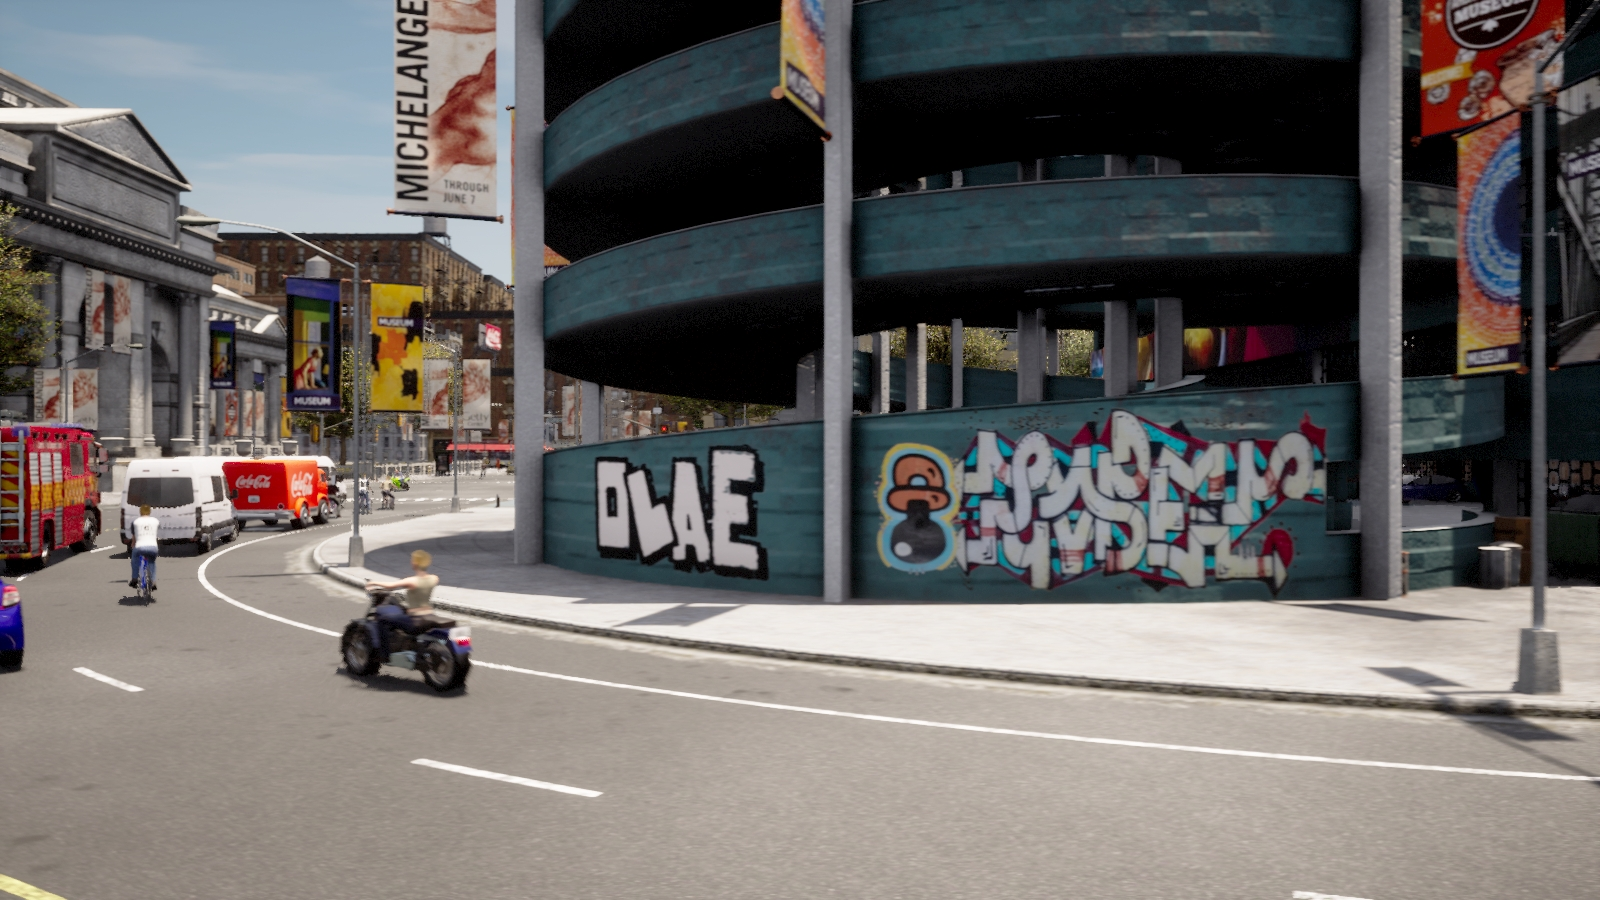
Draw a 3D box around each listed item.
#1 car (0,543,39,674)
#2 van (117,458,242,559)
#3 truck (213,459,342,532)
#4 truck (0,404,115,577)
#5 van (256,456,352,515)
[{"bbox_3d":[-11.654,2.043,15.142,3.633,1.501,1.845,0,0,44],"label":"car"},{"bbox_3d":[-17.635,1.546,32.785,1.988,2.561,5.915,0,0,-17],"label":"van"},{"bbox_3d":[-18.902,1.581,41.654,2.627,2.467,5.204,0,0,-4],"label":"truck"},{"bbox_3d":[-19.835,0.900,28.990,2.891,3.827,8.468,0,0,-22],"label":"truck"},{"bbox_3d":[-22.840,1.553,52.899,1.988,2.561,5.915,0,0,-1],"label":"van"}]
